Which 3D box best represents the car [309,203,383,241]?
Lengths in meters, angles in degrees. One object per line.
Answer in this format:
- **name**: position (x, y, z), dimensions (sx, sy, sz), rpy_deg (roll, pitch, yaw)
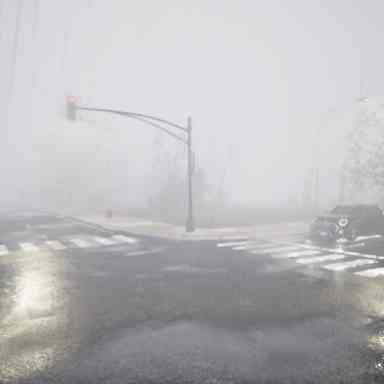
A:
- **car**: position (8.142, 1.410, 17.142), dimensions (4.553, 1.767, 2.097), rpy_deg (0, 0, -34)
